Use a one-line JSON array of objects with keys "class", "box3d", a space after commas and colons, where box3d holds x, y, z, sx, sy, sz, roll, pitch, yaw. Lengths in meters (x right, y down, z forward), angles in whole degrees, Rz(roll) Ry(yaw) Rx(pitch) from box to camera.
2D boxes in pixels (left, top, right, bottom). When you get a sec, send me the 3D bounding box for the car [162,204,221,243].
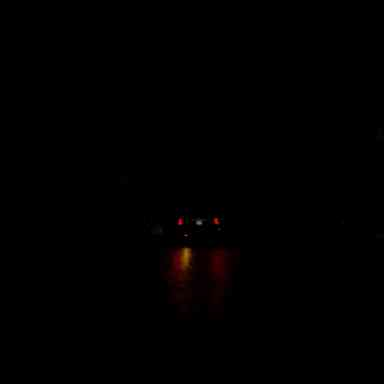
[{"class": "car", "box3d": [-0.165, 1.337, 16.204, 2.097, 1.767, 4.553, 0, 0, -13]}]
